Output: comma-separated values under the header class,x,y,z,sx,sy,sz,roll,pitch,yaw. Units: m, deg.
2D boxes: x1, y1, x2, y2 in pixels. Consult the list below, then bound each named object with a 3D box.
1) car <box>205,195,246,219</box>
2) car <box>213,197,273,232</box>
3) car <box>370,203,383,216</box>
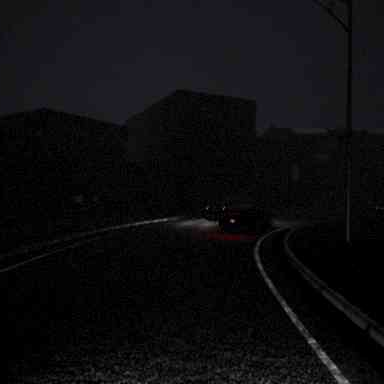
class,x,y,z,sx,sy,sz,roll,pitch,yaw
car,3.001,1.095,24.673,2.097,1.767,4.553,1,1,43
car,3.154,1.284,18.736,1.882,1.535,5.008,0,0,27
car,18.747,1.495,29.678,5.357,1.411,2.033,1,1,-9
